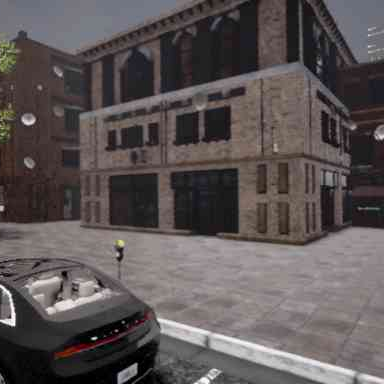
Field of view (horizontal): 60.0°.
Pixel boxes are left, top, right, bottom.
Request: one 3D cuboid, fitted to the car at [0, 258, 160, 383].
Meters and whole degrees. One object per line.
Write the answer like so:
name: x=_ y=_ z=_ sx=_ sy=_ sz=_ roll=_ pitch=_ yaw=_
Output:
car: x=-2.427 y=1.617 z=4.604 sx=4.403 sy=1.369 sz=2.008 roll=-1 pitch=0 yaw=35
